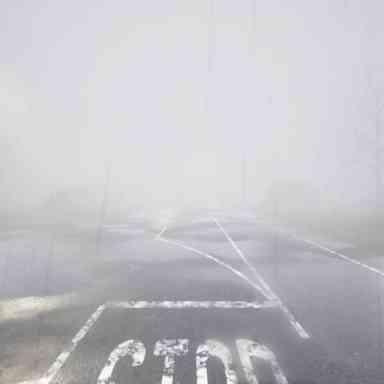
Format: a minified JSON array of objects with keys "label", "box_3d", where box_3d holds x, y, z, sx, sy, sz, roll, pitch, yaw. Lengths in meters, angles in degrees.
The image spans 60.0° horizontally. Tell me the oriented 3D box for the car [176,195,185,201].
[{"label":"car","box_3d":[-2.840,1.471,84.173,1.895,1.301,4.718,0,0,5]}]
